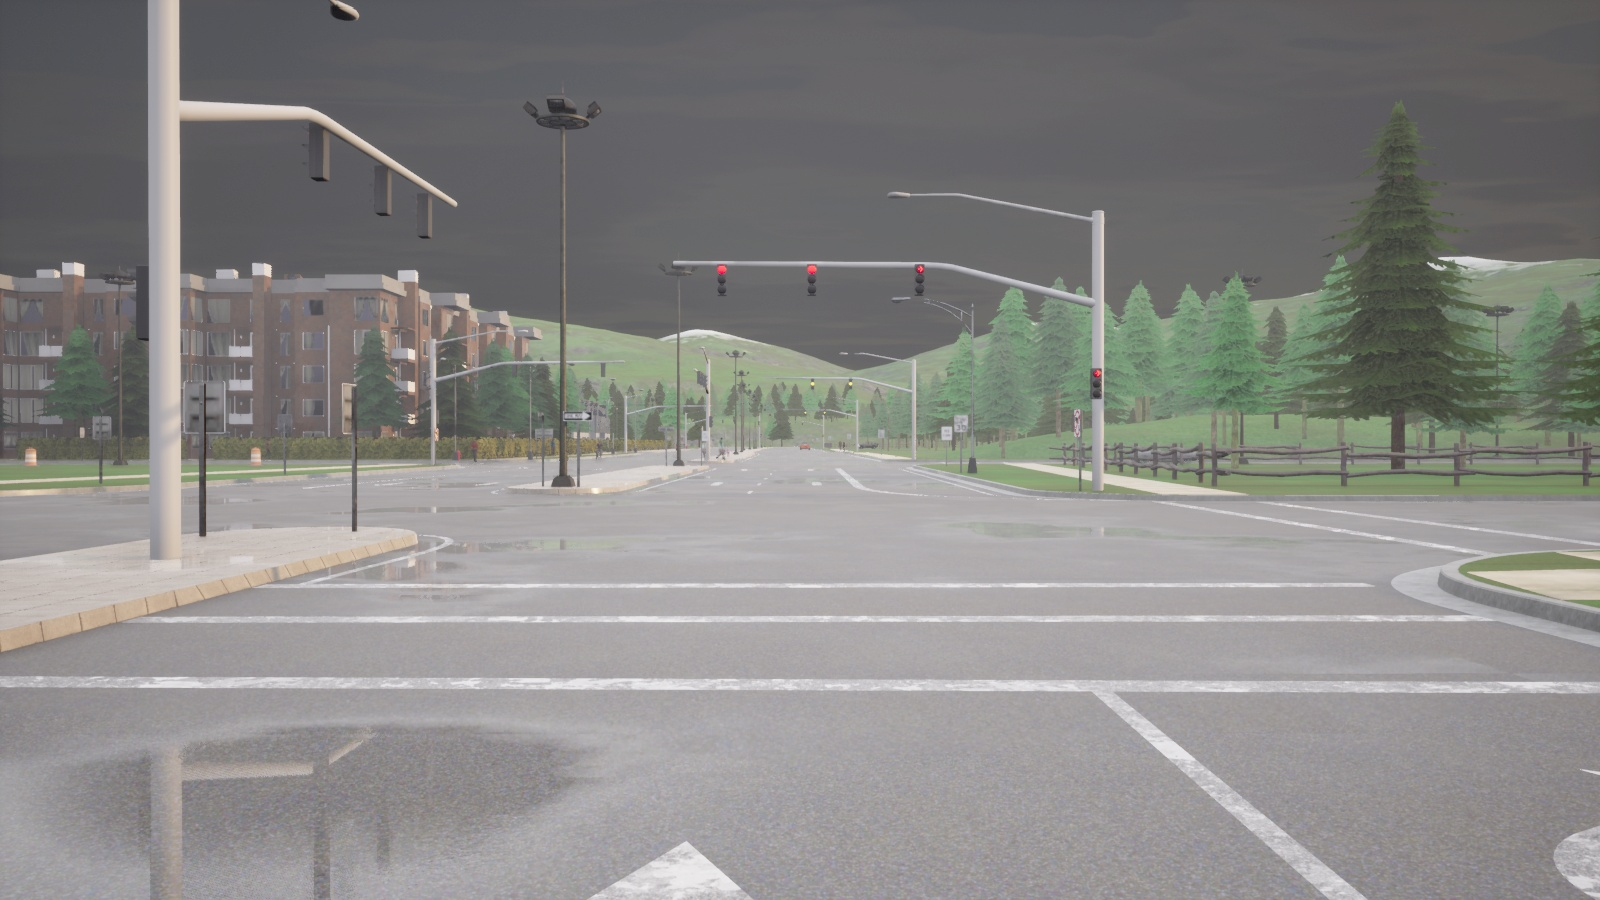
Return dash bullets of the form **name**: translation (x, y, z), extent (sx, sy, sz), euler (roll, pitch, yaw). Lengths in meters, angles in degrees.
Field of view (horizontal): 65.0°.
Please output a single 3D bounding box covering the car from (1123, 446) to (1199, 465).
- **car**: translation (24.941, 0.377, 86.866), extent (4.718, 1.301, 1.895), euler (0, 0, 0)
